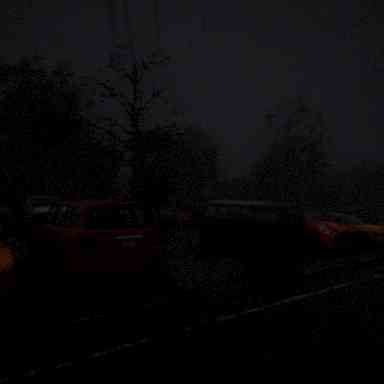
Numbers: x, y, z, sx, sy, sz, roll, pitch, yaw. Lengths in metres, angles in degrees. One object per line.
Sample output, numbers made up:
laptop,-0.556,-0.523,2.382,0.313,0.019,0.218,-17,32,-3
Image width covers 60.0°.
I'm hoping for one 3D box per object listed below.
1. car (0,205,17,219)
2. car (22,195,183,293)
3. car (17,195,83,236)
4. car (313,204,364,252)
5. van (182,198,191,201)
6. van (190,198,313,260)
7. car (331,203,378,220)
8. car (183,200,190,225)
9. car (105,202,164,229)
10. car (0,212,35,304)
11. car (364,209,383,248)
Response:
car,-10.989,1.457,18.438,2.231,1.521,4.892,1,0,-36
car,-2.891,1.214,9.201,2.435,2.045,5.566,1,-1,-36
car,-8.715,1.231,20.064,2.435,2.045,5.566,1,0,-36
car,4.590,1.478,14.602,2.185,1.767,4.553,2,-1,-36
van,0.402,1.453,26.521,1.878,1.987,4.442,1,-1,-36
van,2.078,1.326,12.897,1.878,1.987,4.442,1,-1,-36
car,19.761,2.328,40.627,2.185,1.767,4.553,3,-2,-35
car,-2.045,1.616,25.131,1.946,1.575,5.366,1,-1,-36
car,-4.205,1.566,23.576,1.946,1.575,5.366,1,-1,-36
car,-5.238,1.441,7.465,2.097,1.535,5.008,1,0,-36
car,7.082,1.662,16.130,1.946,1.575,5.366,1,-1,-36
